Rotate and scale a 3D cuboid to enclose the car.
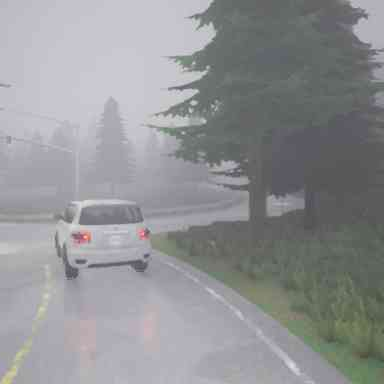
[{"bbox_3d":[-2.985,1.243,10.486,2.150,2.045,5.566,0,0,-25],"label":"car"}]
